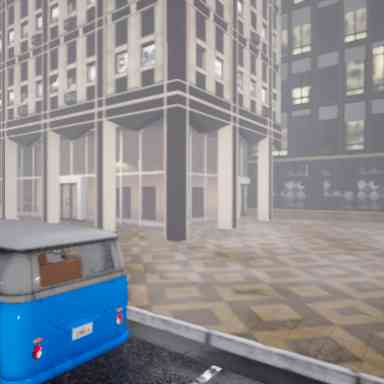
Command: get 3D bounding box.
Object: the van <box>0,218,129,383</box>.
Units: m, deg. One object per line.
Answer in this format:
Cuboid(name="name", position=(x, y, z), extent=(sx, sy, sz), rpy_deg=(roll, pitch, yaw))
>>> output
Cuboid(name="van", position=(-2.739, 1.323, 4.828), extent=(3.998, 1.788, 1.690), rpy_deg=(0, 0, 35))
